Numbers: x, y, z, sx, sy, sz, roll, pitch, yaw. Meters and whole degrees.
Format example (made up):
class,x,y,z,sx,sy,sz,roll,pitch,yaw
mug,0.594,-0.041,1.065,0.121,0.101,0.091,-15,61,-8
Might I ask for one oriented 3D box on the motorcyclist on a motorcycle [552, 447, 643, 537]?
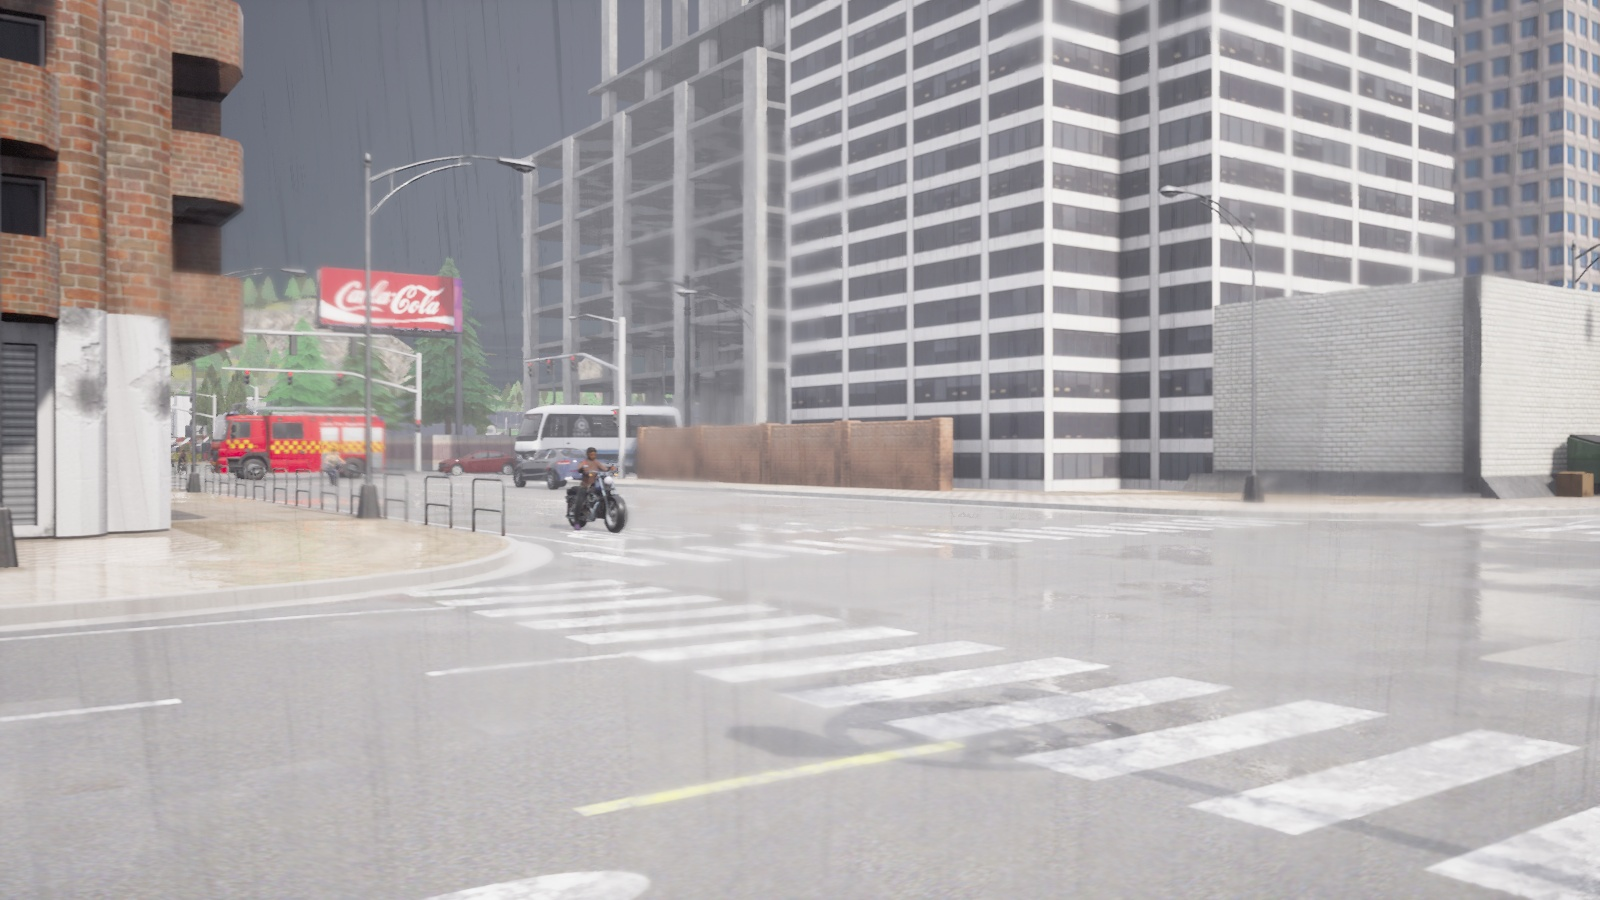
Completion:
class,x,y,z,sx,sy,sz,roll,pitch,yaw
motorcyclist on a motorcycle,-3.906,0.763,24.018,0.766,1.649,2.350,0,0,-35

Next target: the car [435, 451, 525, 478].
class,x,y,z,sx,sy,sz,roll,pitch,yaw
car,-19.455,0.861,76.415,5.008,1.535,1.882,-1,0,-29

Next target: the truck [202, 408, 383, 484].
class,x,y,z,sx,sy,sz,roll,pitch,yaw
truck,-26.879,-0.229,66.712,8.468,3.827,2.891,0,0,-35

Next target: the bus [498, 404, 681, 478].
class,x,y,z,sx,sy,sz,roll,pitch,yaw
bus,-12.723,-0.537,76.525,10.273,4.253,3.944,0,0,-35

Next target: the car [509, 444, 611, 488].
class,x,y,z,sx,sy,sz,roll,pitch,yaw
car,-9.736,0.614,50.622,2.152,1.651,5.027,0,0,-35
